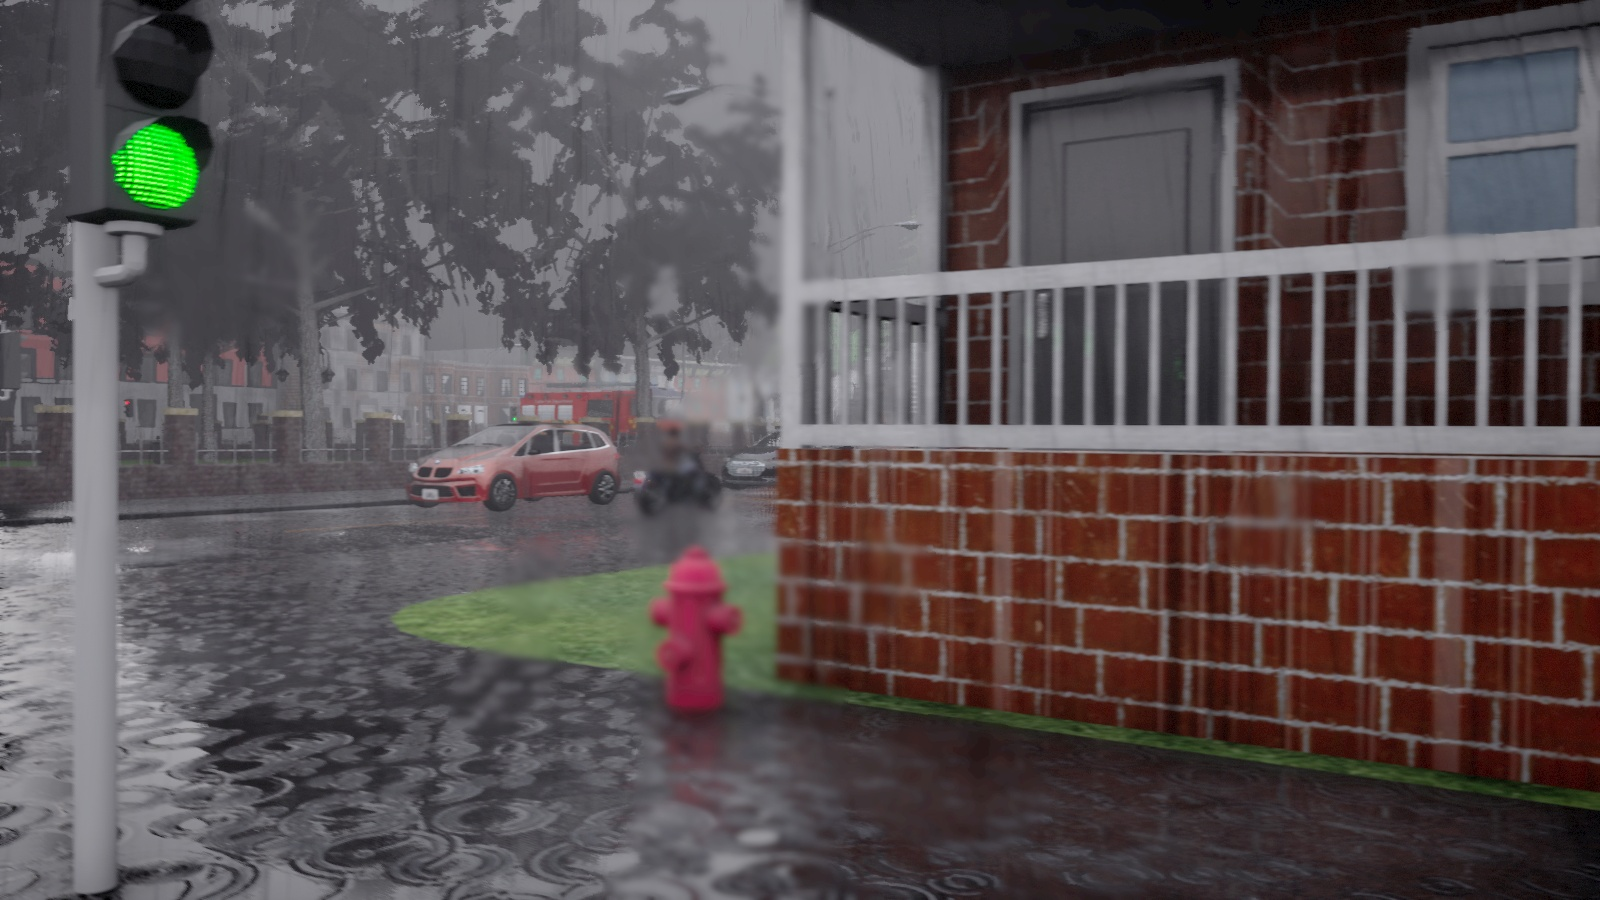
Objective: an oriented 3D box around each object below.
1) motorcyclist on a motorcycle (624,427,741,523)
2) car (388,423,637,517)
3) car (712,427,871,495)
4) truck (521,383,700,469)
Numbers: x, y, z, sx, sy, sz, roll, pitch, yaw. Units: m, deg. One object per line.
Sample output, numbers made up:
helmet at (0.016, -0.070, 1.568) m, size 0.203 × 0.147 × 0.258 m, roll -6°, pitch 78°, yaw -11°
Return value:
motorcyclist on a motorcycle at (-2.106, 0.413, 22.807) m, size 0.766 × 1.649 × 2.350 m, roll 0°, pitch 1°, yaw 35°
car at (-5.559, 0.317, 24.907) m, size 2.242 × 1.667 × 4.611 m, roll 0°, pitch 1°, yaw 31°
car at (-0.123, 0.238, 33.335) m, size 2.033 × 1.649 × 4.856 m, roll 0°, pitch 1°, yaw 30°
truck at (-9.007, -1.092, 59.170) m, size 8.468 × 3.827 × 2.891 m, roll 0°, pitch 1°, yaw 32°
